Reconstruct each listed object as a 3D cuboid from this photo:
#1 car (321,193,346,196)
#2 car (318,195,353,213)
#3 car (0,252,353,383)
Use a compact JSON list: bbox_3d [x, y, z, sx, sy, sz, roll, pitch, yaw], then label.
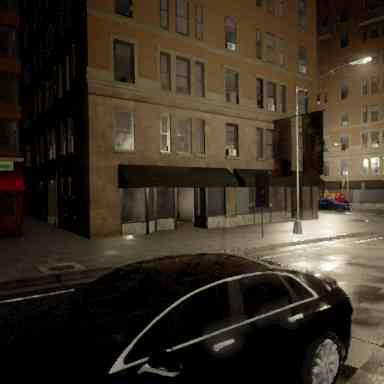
[{"bbox_3d":[16.653,1.084,40.998,2.192,1.841,5.009,0,1,-44],"label":"car"},{"bbox_3d":[14.403,1.397,35.037,1.812,1.442,4.674,-1,1,-43],"label":"car"},{"bbox_3d":[-0.192,1.506,3.558,4.892,1.490,1.837,1,0,-36],"label":"car"}]
